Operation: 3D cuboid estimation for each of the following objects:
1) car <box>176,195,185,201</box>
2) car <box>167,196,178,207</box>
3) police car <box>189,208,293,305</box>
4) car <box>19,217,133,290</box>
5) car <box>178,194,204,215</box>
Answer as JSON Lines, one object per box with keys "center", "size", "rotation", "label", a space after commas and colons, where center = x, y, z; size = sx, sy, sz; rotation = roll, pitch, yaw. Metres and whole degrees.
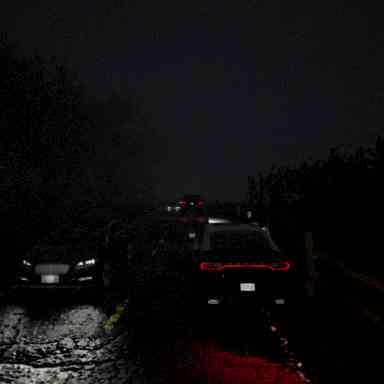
{"center": [-2.860, 1.490, 82.748], "size": [2.128, 1.511, 4.902], "rotation": [0, 0, 0], "label": "car"}
{"center": [-2.821, 1.541, 51.963], "size": [2.033, 1.411, 5.357], "rotation": [0, 0, 0], "label": "car"}
{"center": [0.950, 1.423, 8.281], "size": [1.930, 1.638, 5.238], "rotation": [0, 0, 0], "label": "police car"}
{"center": [-2.864, 1.489, 9.166], "size": [2.128, 1.511, 4.902], "rotation": [0, 0, 0], "label": "car"}
{"center": [0.016, 1.216, 33.767], "size": [2.150, 2.045, 5.566], "rotation": [0, 0, 0], "label": "car"}
